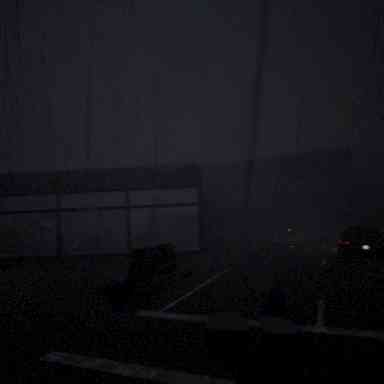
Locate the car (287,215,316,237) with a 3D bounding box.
[{"bbox_3d":[9.175,2.966,27.953,2.033,1.411,5.357,-4,-4,22],"label":"car"}]

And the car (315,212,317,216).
[{"bbox_3d":[33.589,5.752,87.864,1.994,1.385,4.181,-4,-4,22],"label":"car"}]

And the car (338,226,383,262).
[{"bbox_3d":[7.578,2.211,14.799,1.994,1.385,4.181,-4,-4,24],"label":"car"}]

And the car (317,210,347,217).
[{"bbox_3d":[29.948,4.589,70.482,5.357,1.411,2.033,-4,-4,22],"label":"car"}]

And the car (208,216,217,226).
[{"bbox_3d":[2.709,5.082,57.490,2.242,1.667,4.611,-4,-4,21],"label":"car"}]
